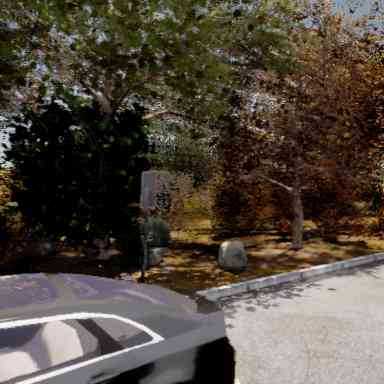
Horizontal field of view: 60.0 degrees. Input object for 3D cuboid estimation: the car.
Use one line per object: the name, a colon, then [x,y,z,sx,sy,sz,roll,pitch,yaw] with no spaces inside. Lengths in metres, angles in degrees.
car: [-1.853,1.490,2.363,4.902,1.511,2.128,0,0,-36]
